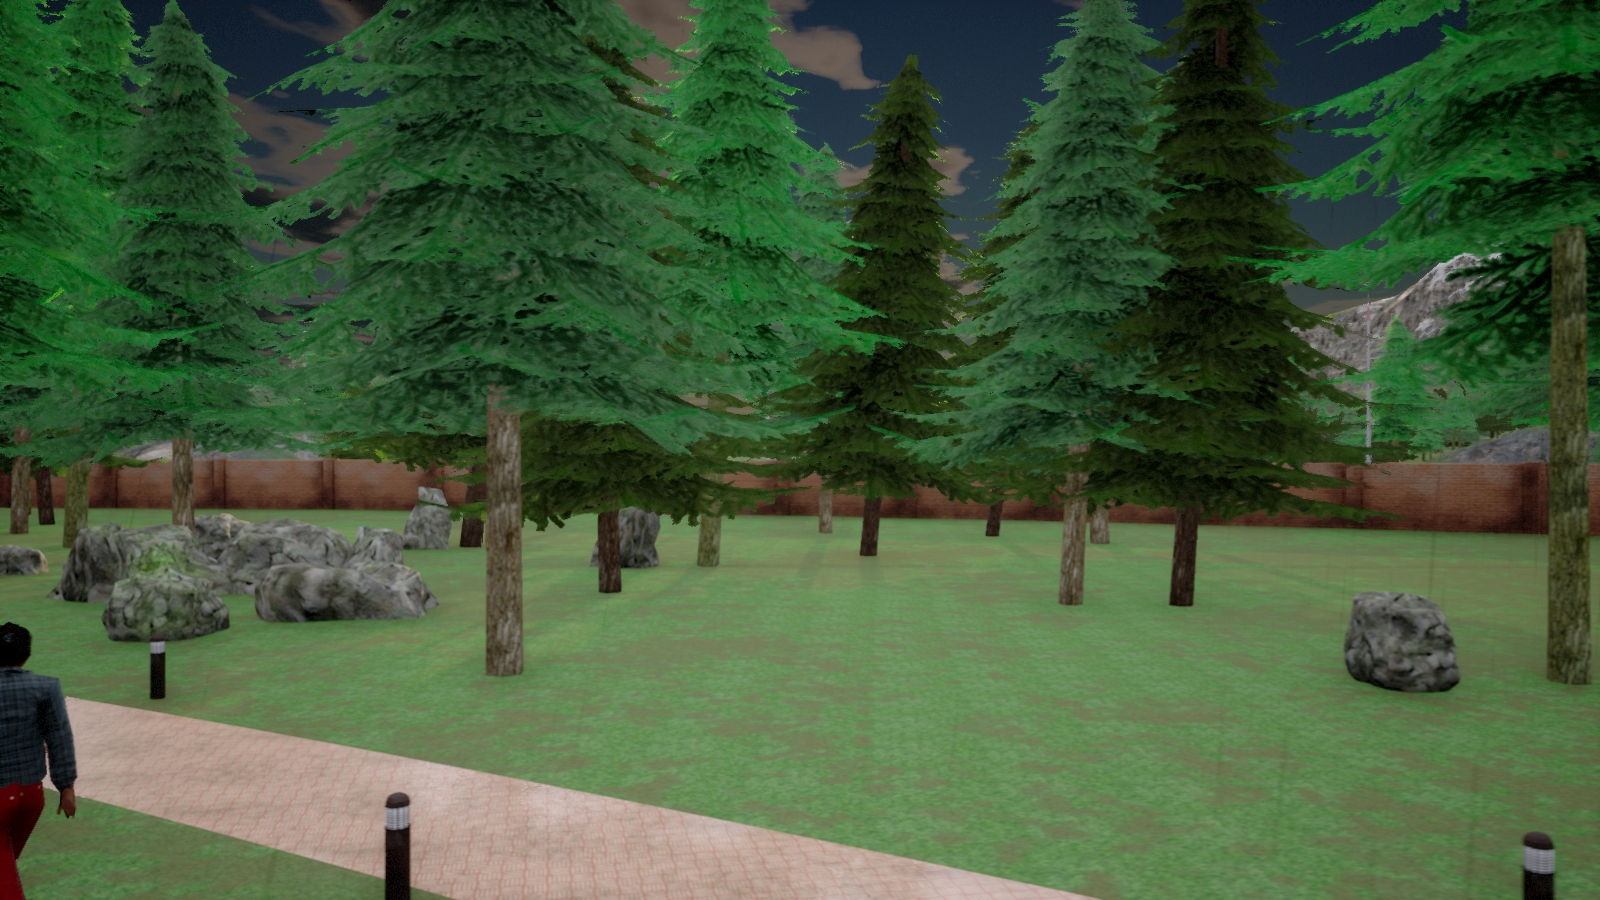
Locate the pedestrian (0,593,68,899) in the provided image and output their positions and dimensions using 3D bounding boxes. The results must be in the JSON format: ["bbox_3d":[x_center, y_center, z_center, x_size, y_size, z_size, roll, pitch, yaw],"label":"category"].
[{"bbox_3d":[-3.906,1.669,5.653,0.375,1.860,0.375,0,0,39],"label":"pedestrian"}]
